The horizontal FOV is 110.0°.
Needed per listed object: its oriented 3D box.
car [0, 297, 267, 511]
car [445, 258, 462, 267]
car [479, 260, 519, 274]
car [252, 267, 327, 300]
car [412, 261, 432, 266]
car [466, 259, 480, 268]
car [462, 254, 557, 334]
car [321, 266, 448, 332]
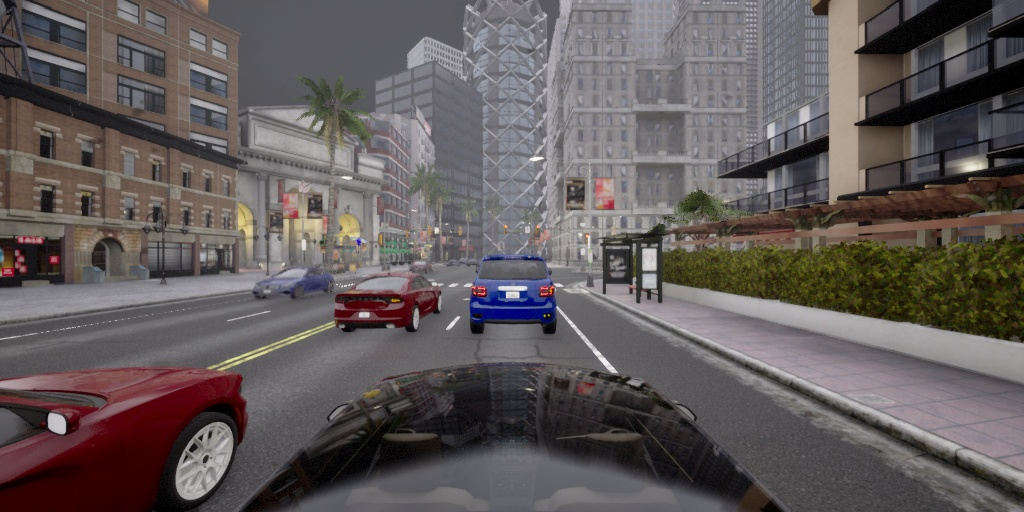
[{"bbox_3d":[-3.390,1.228,1.294,1.882,1.535,5.008,0,0,0],"label":"car"},{"bbox_3d":[-10.542,1.314,63.875,1.994,1.385,4.181,0,0,0],"label":"car"},{"bbox_3d":[-1.614,1.241,43.515,2.128,1.511,4.902,0,0,-44],"label":"car"},{"bbox_3d":[-10.583,1.275,17.827,1.812,1.442,4.674,0,0,0],"label":"car"},{"bbox_3d":[-10.592,1.275,42.041,1.812,1.442,4.674,0,0,0],"label":"car"},{"bbox_3d":[-7.044,1.297,65.087,2.033,1.411,5.357,0,0,1],"label":"car"},{"bbox_3d":[0.054,0.971,10.763,2.150,2.045,5.566,0,0,1],"label":"car"},{"bbox_3d":[-3.441,1.228,10.873,1.882,1.535,5.008,0,0,0],"label":"car"}]
